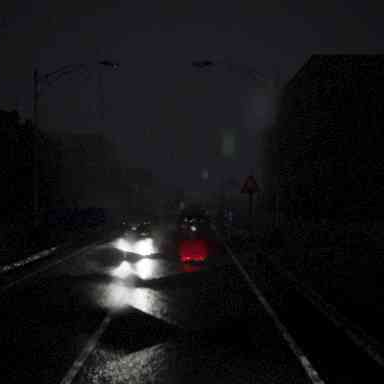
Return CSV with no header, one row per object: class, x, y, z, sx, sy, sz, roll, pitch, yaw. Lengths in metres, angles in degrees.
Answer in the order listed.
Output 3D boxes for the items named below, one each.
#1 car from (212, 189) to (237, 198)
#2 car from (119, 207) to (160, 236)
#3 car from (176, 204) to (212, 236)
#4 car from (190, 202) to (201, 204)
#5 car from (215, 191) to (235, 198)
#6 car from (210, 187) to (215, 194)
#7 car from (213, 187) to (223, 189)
car,8.015,0.688,78.872,5.366,1.575,1.946,0,2,-1
car,-3.042,1.680,19.988,2.128,1.511,4.902,0,0,0
car,0.097,1.691,19.685,1.837,1.490,4.892,0,0,0
car,0.349,1.775,35.311,1.994,1.385,4.181,0,0,3
car,8.172,0.628,81.631,4.674,1.452,2.002,0,2,-1
car,8.133,0.141,87.128,5.566,2.045,2.435,0,2,-1
car,8.105,0.362,84.378,4.553,1.767,2.185,0,2,-1
